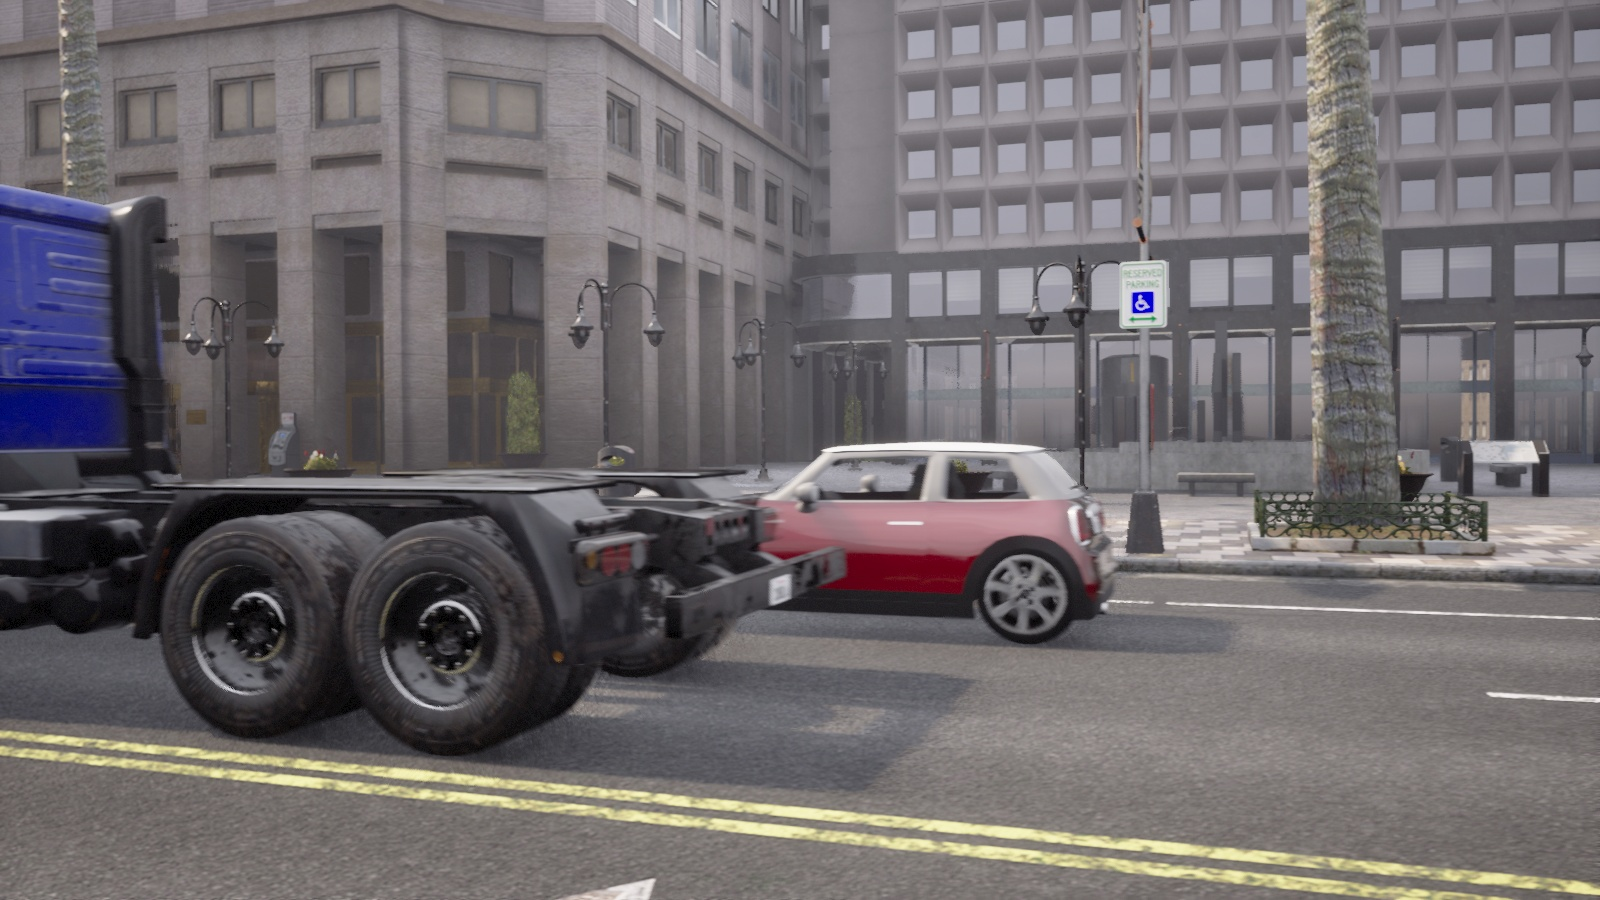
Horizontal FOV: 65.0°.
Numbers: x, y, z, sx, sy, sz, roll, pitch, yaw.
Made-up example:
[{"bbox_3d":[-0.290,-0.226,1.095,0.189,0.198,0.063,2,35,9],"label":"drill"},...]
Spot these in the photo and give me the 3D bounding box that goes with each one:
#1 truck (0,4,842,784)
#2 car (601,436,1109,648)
[{"bbox_3d":[-3.951,-0.287,8.216,7.936,3.462,2.891,0,1,19],"label":"truck"},{"bbox_3d":[0.522,0.635,10.408,3.806,1.475,1.970,0,1,19],"label":"car"}]
